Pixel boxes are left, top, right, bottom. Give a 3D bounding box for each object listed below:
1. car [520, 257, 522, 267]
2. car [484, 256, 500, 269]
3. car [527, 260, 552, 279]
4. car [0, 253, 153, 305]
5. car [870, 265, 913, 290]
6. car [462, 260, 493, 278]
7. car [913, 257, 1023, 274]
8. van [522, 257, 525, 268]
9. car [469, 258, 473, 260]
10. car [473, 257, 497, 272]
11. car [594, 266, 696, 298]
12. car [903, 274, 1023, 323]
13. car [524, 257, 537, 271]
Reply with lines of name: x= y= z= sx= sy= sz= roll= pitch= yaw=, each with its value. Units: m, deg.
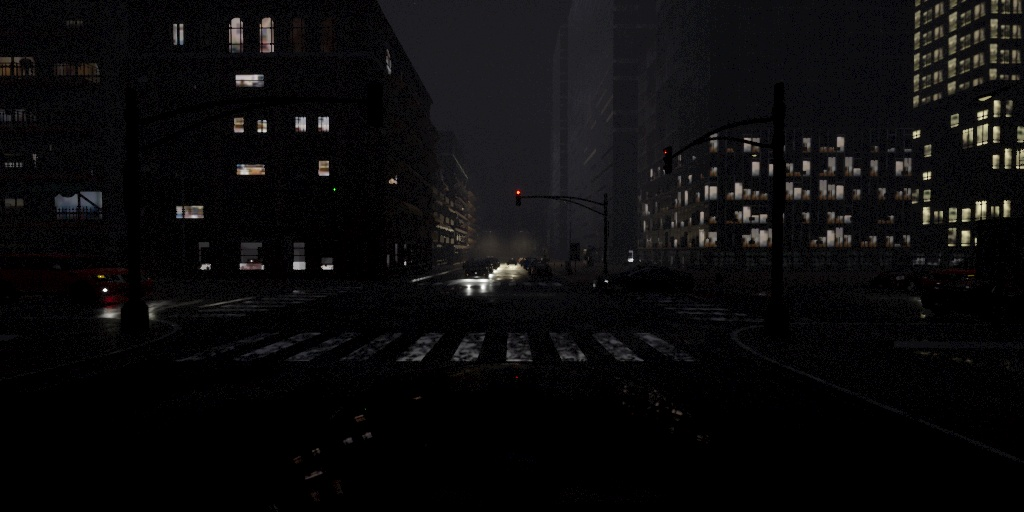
car: x=2.614 y=1.240 z=55.061 sx=1.888 sy=1.381 sz=4.507 roll=0 pitch=0 yaw=0
car: x=-3.124 y=1.054 z=50.791 sx=2.097 sy=1.767 sz=4.553 roll=0 pitch=0 yaw=0
car: x=2.632 y=1.272 z=32.477 sx=1.888 sy=1.381 sz=4.507 roll=0 pitch=0 yaw=0
car: x=-18.851 y=0.911 z=15.342 sx=5.566 sy=2.045 sz=2.150 roll=0 pitch=1 yaw=1
car: x=23.358 y=1.230 z=20.734 sx=4.097 sy=1.591 sz=1.967 roll=0 pitch=0 yaw=1
car: x=-3.115 y=1.290 z=32.816 sx=1.994 sy=1.385 sz=4.181 roll=0 pitch=0 yaw=0
car: x=24.265 y=1.059 z=17.986 sx=5.566 sy=2.045 sz=2.150 roll=0 pitch=1 yaw=1
van: x=2.619 y=1.045 z=49.415 sx=1.690 sy=1.789 sz=3.998 roll=0 pitch=0 yaw=0
car: x=-5.729 y=1.270 z=49.375 sx=1.948 sy=1.339 sz=4.313 roll=0 pitch=0 yaw=0
car: x=-3.129 y=1.220 z=41.554 sx=1.837 sy=1.490 sz=4.892 roll=0 pitch=0 yaw=0
car: x=6.657 y=1.242 z=18.226 sx=4.902 sy=1.511 sz=2.128 roll=0 pitch=0 yaw=1
car: x=16.706 y=1.445 z=12.181 sx=4.403 sy=1.370 sz=2.007 roll=0 pitch=0 yaw=1
car: x=2.628 y=1.159 z=38.123 sx=1.967 sy=1.591 sz=4.097 roll=0 pitch=0 yaw=0
